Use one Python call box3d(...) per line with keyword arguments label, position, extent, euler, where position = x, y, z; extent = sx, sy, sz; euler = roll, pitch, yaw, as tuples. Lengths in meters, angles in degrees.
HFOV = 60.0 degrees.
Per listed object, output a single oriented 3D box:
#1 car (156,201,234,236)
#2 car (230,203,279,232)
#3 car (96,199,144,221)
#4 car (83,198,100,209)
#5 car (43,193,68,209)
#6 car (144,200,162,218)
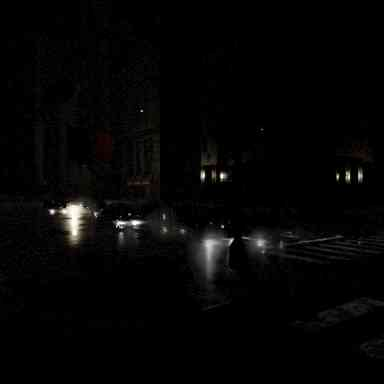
box3d(label="car", position=(0.142, 1.501, 18.721), extent=(1.837, 1.490, 4.892), euler=(0, 0, -35))
box3d(label="car", position=(2.975, 1.468, 20.340), extent=(1.882, 1.535, 5.008), euler=(0, 0, -37))
box3d(label="car", position=(-5.971, 1.556, 27.353), extent=(1.994, 1.385, 4.181), euler=(0, 0, -35))
box3d(label="car", position=(-12.195, 1.463, 41.810), extent=(1.882, 1.535, 5.008), euler=(0, 0, -35))
box3d(label="car", position=(-18.803, 1.222, 45.614), extent=(2.150, 2.045, 5.566), euler=(0, 0, -35))
box3d(label="car", position=(-2.682, 1.463, 28.331), extent=(1.882, 1.535, 5.008), euler=(0, 0, -35))
